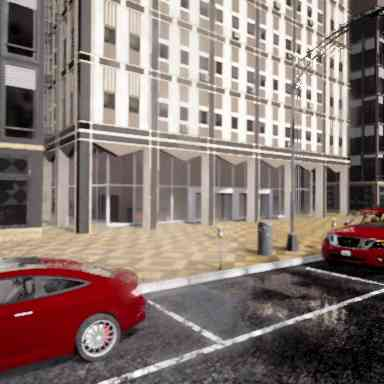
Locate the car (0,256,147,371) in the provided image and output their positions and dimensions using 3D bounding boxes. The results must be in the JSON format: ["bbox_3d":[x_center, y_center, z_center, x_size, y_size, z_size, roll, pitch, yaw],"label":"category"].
[{"bbox_3d":[-2.632,1.586,4.400,4.206,1.307,1.802,1,0,-35],"label":"car"}]

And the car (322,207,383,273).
[{"bbox_3d":[6.387,1.436,10.866,5.009,1.841,2.192,1,0,-36],"label":"car"}]
